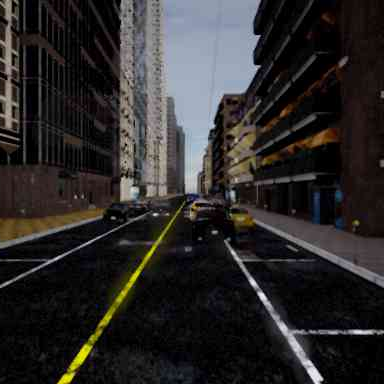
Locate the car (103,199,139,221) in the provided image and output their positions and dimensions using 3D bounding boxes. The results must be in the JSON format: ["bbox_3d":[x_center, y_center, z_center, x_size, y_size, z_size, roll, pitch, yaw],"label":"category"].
[{"bbox_3d":[-5.693,1.496,26.231,1.947,1.339,4.313,0,0,0],"label":"car"}]

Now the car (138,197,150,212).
[{"bbox_3d":[-5.694,1.454,37.528,2.008,1.369,4.403,0,0,0],"label":"car"}]

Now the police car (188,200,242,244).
[{"bbox_3d":[0.898,1.382,15.756,1.930,1.638,5.238,0,0,0],"label":"police car"}]

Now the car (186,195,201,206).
[{"bbox_3d":[-0.003,1.476,51.009,1.895,1.301,4.718,0,0,0],"label":"car"}]

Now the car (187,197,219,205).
[{"bbox_3d":[0.785,1.409,25.648,1.882,1.535,5.008,0,0,0],"label":"car"}]

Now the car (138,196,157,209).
[{"bbox_3d":[-5.695,1.331,43.177,1.967,1.590,4.097,0,0,0],"label":"car"}]

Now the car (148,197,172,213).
[{"bbox_3d":[-3.101,1.454,35.983,2.033,1.411,5.357,0,0,0],"label":"car"}]

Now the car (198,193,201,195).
[{"bbox_3d":[2.684,1.171,60.123,2.192,1.841,5.009,0,0,0],"label":"car"}]

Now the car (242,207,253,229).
[{"bbox_3d":[2.689,1.469,20.753,1.752,1.417,4.829,0,0,0],"label":"car"}]

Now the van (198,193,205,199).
[{"bbox_3d":[2.679,1.137,94.014,1.690,1.788,3.998,0,0,0],"label":"van"}]

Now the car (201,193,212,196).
[{"bbox_3d":[2.685,1.319,48.826,1.967,1.590,4.097,0,0,0],"label":"car"}]

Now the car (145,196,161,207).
[{"bbox_3d":[-5.696,1.405,48.655,1.752,1.417,4.829,0,0,0],"label":"car"}]
